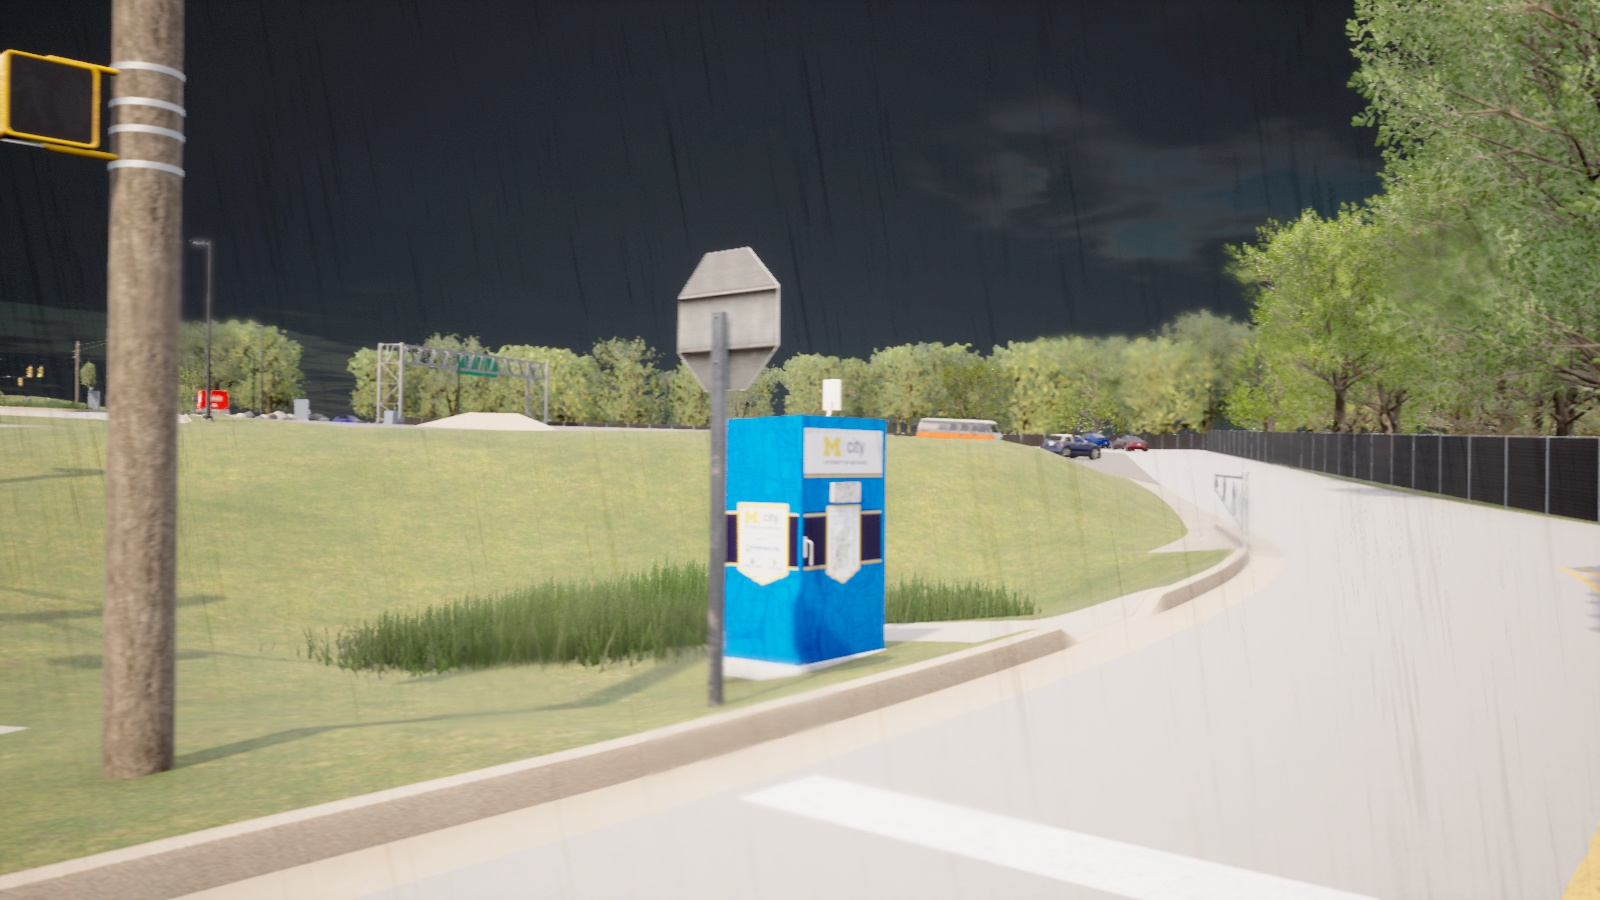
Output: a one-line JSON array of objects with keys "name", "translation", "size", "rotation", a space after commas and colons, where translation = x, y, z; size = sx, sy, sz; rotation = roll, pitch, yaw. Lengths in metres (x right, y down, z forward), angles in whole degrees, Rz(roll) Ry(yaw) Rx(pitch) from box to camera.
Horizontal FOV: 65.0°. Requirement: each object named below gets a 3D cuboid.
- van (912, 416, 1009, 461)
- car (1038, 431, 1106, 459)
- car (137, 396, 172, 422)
[{"name": "van", "translation": [8.061, -0.579, 63.102], "size": [4.442, 1.987, 1.775], "rotation": [3, 0, 25]}, {"name": "car", "translation": [16.874, -0.290, 77.822], "size": [3.806, 1.475, 1.970], "rotation": [2, 2, -35]}, {"name": "car", "translation": [-41.747, -2.685, 81.291], "size": [1.812, 1.442, 4.674], "rotation": [5, 1, -26]}]
